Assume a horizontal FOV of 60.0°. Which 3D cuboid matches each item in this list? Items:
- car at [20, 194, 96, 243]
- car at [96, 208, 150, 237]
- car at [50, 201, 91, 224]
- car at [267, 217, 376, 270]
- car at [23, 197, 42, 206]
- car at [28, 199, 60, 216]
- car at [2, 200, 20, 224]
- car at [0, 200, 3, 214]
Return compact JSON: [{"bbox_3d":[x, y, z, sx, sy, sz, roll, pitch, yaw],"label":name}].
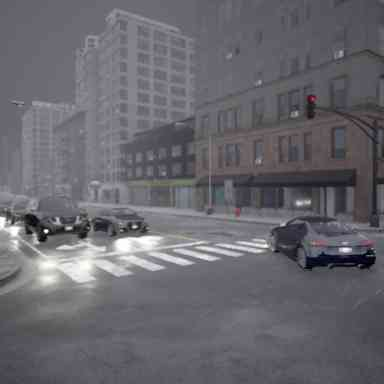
[{"bbox_3d":[-7.081,1.268,17.100,2.150,2.045,5.566,-1,0,-35],"label":"car"},{"bbox_3d":[-4.028,1.578,18.416,1.994,1.385,4.181,-1,0,-36],"label":"car"},{"bbox_3d":[-9.747,1.543,26.499,1.837,1.490,4.892,-1,0,-36],"label":"car"},{"bbox_3d":[3.909,1.475,10.714,1.994,1.385,4.181,-1,0,-3],"label":"car"},{"bbox_3d":[-28.007,1.580,58.278,2.033,1.411,5.357,-1,1,-35],"label":"car"},{"bbox_3d":[-15.472,1.548,34.607,2.128,1.511,4.902,-1,0,-35],"label":"car"},{"bbox_3d":[-13.031,1.576,25.521,1.837,1.490,4.892,-1,0,-35],"label":"car"},{"bbox_3d":[-18.970,1.581,33.926,2.128,1.511,4.902,-1,0,-35],"label":"car"}]
